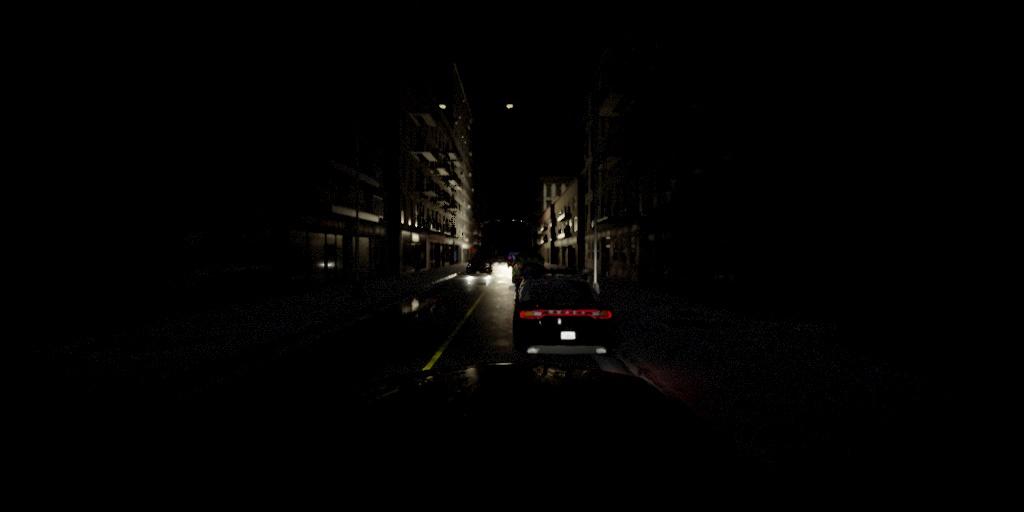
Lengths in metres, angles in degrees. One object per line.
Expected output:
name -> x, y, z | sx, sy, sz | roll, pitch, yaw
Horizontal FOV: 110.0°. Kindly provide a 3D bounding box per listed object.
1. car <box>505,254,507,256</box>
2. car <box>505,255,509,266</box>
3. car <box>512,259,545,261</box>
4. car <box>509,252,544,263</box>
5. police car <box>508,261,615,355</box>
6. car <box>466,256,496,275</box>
car -> 0.430, 0.421, 60.560 | 2.150, 2.045, 5.566 | 0, 0, 0
car -> 0.361, 0.904, 47.066 | 1.895, 1.301, 4.718 | 0, 0, 1
car -> 1.029, 1.089, 18.470 | 1.812, 1.442, 4.674 | 0, 1, 0
car -> 1.073, 0.726, 24.497 | 2.150, 2.045, 5.566 | 0, 1, 0
police car -> 0.958, 1.096, 8.579 | 1.930, 1.638, 5.238 | 0, 1, 0
car -> -2.870, 0.777, 32.481 | 2.097, 1.767, 4.553 | 0, 1, 0
